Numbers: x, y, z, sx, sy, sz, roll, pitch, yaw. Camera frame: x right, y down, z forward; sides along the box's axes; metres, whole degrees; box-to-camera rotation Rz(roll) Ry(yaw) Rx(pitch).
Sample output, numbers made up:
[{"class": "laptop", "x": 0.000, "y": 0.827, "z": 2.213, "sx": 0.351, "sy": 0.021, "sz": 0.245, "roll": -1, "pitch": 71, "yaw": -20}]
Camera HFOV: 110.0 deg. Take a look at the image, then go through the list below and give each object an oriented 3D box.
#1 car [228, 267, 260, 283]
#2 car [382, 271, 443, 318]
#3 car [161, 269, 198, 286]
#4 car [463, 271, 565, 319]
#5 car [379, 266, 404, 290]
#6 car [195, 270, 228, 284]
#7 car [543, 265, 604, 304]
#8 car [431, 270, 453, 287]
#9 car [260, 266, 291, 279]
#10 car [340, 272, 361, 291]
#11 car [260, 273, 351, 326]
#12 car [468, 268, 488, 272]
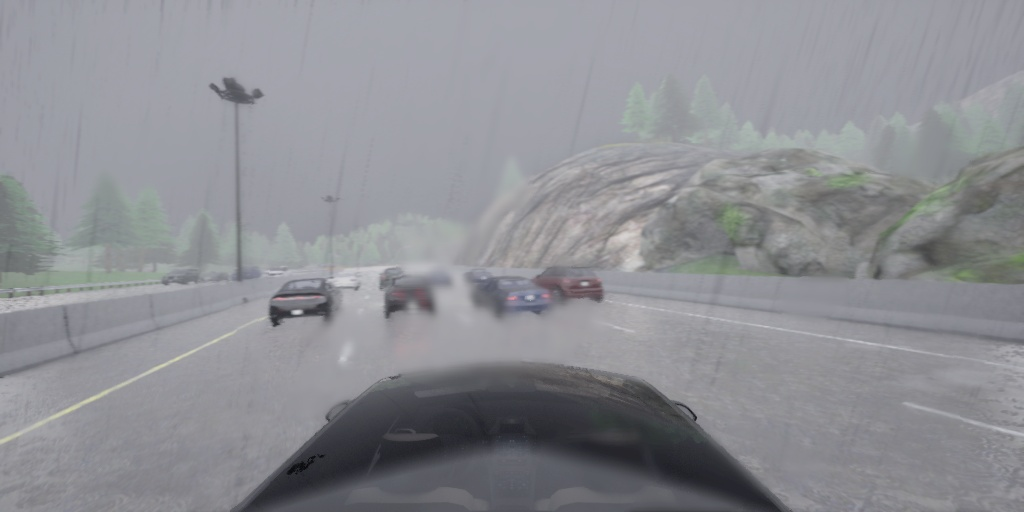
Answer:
[{"class": "car", "x": -35.383, "y": 2.510, "z": 48.081, "sx": 2.150, "sy": 2.045, "sz": 5.566, "roll": -1, "pitch": -1, "yaw": -20}, {"class": "car", "x": -4.258, "y": 1.537, "z": 14.723, "sx": 1.837, "sy": 1.490, "sz": 4.892, "roll": -1, "pitch": 0, "yaw": -20}, {"class": "car", "x": -41.917, "y": 2.652, "z": 45.614, "sx": 2.150, "sy": 2.045, "sz": 5.566, "roll": -1, "pitch": -1, "yaw": -20}, {"class": "car", "x": -0.229, "y": 1.461, "z": 13.854, "sx": 2.033, "sy": 1.411, "sz": 5.357, "roll": -1, "pitch": -1, "yaw": -20}, {"class": "car", "x": -9.425, "y": 1.700, "z": 28.671, "sx": 2.097, "sy": 1.767, "sz": 4.553, "roll": -1, "pitch": -1, "yaw": -20}, {"class": "car", "x": -38.667, "y": 2.853, "z": 46.906, "sx": 2.128, "sy": 1.511, "sz": 4.902, "roll": -1, "pitch": -1, "yaw": -20}, {"class": "car", "x": 2.343, "y": 1.237, "z": 17.040, "sx": 2.097, "sy": 1.767, "sz": 4.553, "roll": -1, "pitch": -1, "yaw": -20}, {"class": "car", "x": -6.220, "y": 1.847, "z": 30.111, "sx": 1.994, "sy": 1.385, "sz": 4.181, "roll": -1, "pitch": -1, "yaw": -20}, {"class": "car", "x": -32.109, "y": 2.439, "z": 49.307, "sx": 2.150, "sy": 2.045, "sz": 5.566, "roll": -1, "pitch": -1, "yaw": -20}, {"class": "car", "x": -12.970, "y": 1.962, "z": 28.193, "sx": 1.812, "sy": 1.442, "sz": 4.674, "roll": -1, "pitch": -1, "yaw": -20}, {"class": "car", "x": -7.527, "y": 1.594, "z": 13.473, "sx": 2.128, "sy": 1.511, "sz": 4.902, "roll": -1, "pitch": -1, "yaw": -20}, {"class": "car", "x": -2.916, "y": 1.775, "z": 31.263, "sx": 1.994, "sy": 1.385, "sz": 4.181, "roll": -1, "pitch": -1, "yaw": -20}]
